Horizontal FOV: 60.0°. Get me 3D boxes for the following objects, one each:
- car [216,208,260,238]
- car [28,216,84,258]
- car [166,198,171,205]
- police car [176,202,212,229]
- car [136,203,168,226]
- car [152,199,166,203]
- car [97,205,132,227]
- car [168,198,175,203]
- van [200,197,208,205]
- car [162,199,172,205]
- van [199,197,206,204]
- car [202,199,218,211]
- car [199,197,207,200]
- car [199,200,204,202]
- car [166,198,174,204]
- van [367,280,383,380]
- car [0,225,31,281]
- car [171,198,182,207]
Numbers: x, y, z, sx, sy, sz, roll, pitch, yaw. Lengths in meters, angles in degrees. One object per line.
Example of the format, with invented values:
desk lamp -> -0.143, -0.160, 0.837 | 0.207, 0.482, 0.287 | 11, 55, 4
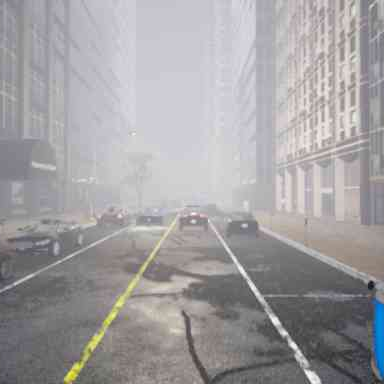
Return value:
car -> 2.690, 1.769, 19.025 | 1.947, 1.339, 4.313 | 0, -1, 0
car -> -5.691, 1.694, 13.326 | 2.008, 1.369, 4.403 | 0, -1, 0
car -> -5.692, 2.207, 64.611 | 1.887, 1.381, 4.507 | 0, -1, 0
police car -> 0.100, 1.754, 23.657 | 2.038, 1.542, 4.974 | 0, -1, 0
car -> -3.099, 1.836, 25.834 | 1.994, 1.385, 4.181 | 0, -1, 0
car -> -5.692, 2.104, 53.211 | 2.008, 1.369, 4.403 | 0, -1, 0
car -> -5.691, 1.701, 24.724 | 1.967, 1.590, 4.097 | 0, -1, 0
car -> -5.820, 2.385, 94.645 | 1.752, 1.417, 4.829 | 0, 0, 0
van -> 2.691, 2.091, 76.018 | 1.690, 1.788, 3.998 | 0, 0, 0
car -> -5.691, 2.316, 76.015 | 1.947, 1.339, 4.313 | 0, 0, 0
van -> 2.772, 2.159, 87.414 | 1.690, 1.788, 3.998 | 0, 0, 0
car -> 2.688, 2.040, 47.513 | 1.887, 1.381, 4.507 | 0, -1, 0
car -> 2.689, 2.214, 64.612 | 2.008, 1.369, 4.403 | 0, 0, 0
car -> 0.098, 1.997, 41.465 | 1.994, 1.385, 4.181 | 0, -1, 0
car -> -5.772, 2.384, 87.411 | 1.947, 1.339, 4.313 | 0, 0, 0
van -> 2.690, 1.364, 1.933 | 1.690, 1.788, 3.998 | 0, -1, 0
car -> -5.690, 1.666, 7.629 | 1.802, 1.307, 4.206 | 0, -1, 0
car -> -3.017, 2.032, 66.491 | 2.097, 1.767, 4.553 | 0, -1, 0
